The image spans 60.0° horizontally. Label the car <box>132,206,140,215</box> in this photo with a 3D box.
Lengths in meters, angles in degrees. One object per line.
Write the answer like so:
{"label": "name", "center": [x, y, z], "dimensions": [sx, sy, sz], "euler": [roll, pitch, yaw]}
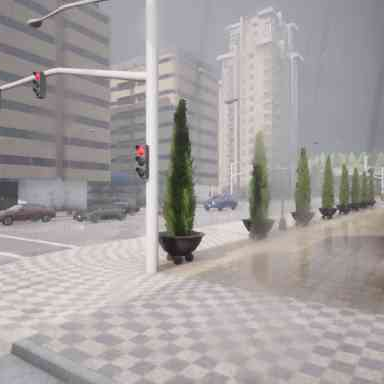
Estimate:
{"label": "car", "center": [-7.288, 1.656, 32.109], "dimensions": [1.895, 1.301, 4.718], "euler": [0, 0, 35]}

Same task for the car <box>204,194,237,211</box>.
{"label": "car", "center": [3.674, 1.277, 41.836], "dimensions": [2.150, 2.045, 5.566], "euler": [0, 0, 35]}

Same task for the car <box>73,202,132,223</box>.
{"label": "car", "center": [-7.160, 1.619, 26.121], "dimensions": [1.994, 1.385, 4.181], "euler": [0, 0, 35]}

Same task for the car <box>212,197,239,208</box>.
{"label": "car", "center": [5.032, 1.558, 49.925], "dimensions": [1.837, 1.490, 4.892], "euler": [0, 1, 35]}

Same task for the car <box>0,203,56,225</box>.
{"label": "car", "center": [-12.429, 1.581, 24.602], "dimensions": [1.812, 1.442, 4.674], "euler": [0, 0, 34]}
